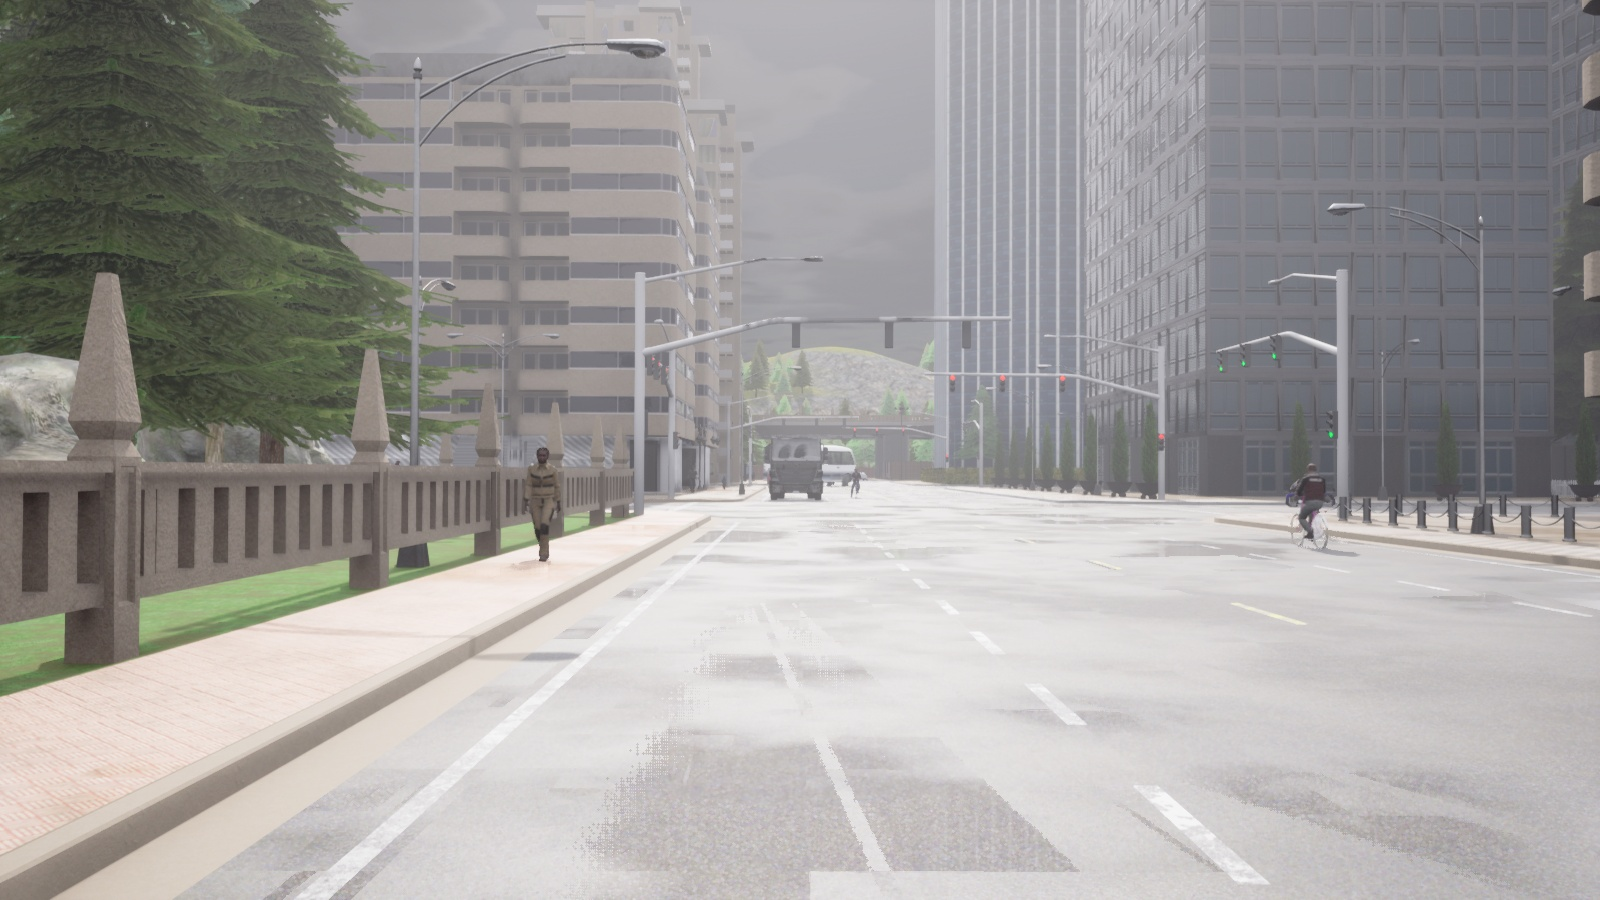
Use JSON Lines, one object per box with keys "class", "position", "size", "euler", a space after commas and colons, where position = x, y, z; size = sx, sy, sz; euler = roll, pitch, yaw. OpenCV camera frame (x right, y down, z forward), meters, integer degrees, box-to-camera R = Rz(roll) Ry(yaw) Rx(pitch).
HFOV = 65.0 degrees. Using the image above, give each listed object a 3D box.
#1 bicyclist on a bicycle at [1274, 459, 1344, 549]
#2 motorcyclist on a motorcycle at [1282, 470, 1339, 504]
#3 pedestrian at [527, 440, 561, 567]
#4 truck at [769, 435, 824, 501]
{"class": "bicyclist on a bicycle", "position": [10.426, 1.079, 25.779], "size": [0.659, 1.776, 1.843], "euler": [0, -1, 0]}
{"class": "motorcyclist on a motorcycle", "position": [22.751, 1.647, 55.963], "size": [2.191, 1.530, 0.866], "euler": [0, -1, 0]}
{"class": "pedestrian", "position": [-3.942, 0.816, 19.372], "size": [0.396, 1.930, 0.692], "euler": [0, -1, -2]}
{"class": "truck", "position": [-0.204, 1.019, 70.268], "size": [2.891, 3.462, 7.936], "euler": [0, -1, 0]}
